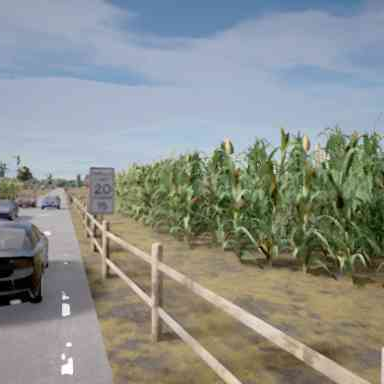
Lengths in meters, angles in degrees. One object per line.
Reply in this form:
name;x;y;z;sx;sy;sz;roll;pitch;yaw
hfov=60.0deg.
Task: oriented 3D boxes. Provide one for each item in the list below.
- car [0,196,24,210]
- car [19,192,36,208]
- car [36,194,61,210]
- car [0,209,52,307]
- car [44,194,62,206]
car;-13.841;1.294;24.225;2.033;1.411;5.357;0;1;-21
car;-19.512;0.955;39.153;2.097;1.767;4.553;0;1;-21
car;-15.560;1.185;36.716;2.033;1.411;5.357;0;0;-20
car;-4.371;1.395;7.615;1.882;1.535;5.008;0;1;-21
car;-19.165;1.043;45.899;2.128;1.511;4.902;0;0;-21
